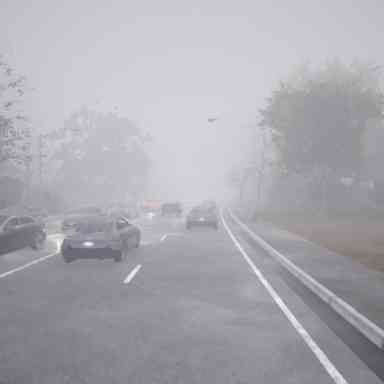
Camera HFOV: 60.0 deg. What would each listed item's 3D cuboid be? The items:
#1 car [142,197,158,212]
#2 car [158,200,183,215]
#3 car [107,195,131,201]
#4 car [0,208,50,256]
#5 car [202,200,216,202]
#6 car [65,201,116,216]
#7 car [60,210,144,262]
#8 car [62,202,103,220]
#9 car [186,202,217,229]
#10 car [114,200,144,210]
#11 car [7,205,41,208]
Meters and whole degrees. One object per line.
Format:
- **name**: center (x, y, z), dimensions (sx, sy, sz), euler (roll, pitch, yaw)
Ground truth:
- **car**: center (-5.296, 1.475, 40.378), dimensions (2.097, 1.767, 4.553), euler (0, 0, 4)
- **car**: center (-2.035, 1.588, 35.479), dimensions (1.882, 1.535, 5.008), euler (0, 0, 4)
- **car**: center (-8.818, 1.342, 40.232), dimensions (2.150, 2.045, 5.566), euler (0, 0, 4)
- **car**: center (-6.901, 1.524, 11.668), dimensions (2.128, 1.511, 4.902), euler (0, 0, 2)
- **car**: center (2.313, 1.708, 45.413), dimensions (1.994, 1.385, 4.181), euler (0, 0, 5)
- **car**: center (-6.583, 1.567, 20.963), dimensions (1.837, 1.490, 4.892), euler (0, 0, 3)
- **car**: center (-3.177, 1.601, 12.362), dimensions (1.994, 1.385, 4.181), euler (0, 0, 1)
- **car**: center (-9.612, 1.651, 29.570), dimensions (1.994, 1.385, 4.181), euler (0, 0, 3)
- **car**: center (0.680, 1.635, 22.303), dimensions (1.994, 1.385, 4.181), euler (0, 0, 3)
- **car**: center (-6.069, 1.692, 30.142), dimensions (1.895, 1.301, 4.718), euler (0, 0, 4)
- **car**: center (-10.140, 1.547, 19.573), dimensions (2.128, 1.511, 4.902), euler (0, 0, 2)
